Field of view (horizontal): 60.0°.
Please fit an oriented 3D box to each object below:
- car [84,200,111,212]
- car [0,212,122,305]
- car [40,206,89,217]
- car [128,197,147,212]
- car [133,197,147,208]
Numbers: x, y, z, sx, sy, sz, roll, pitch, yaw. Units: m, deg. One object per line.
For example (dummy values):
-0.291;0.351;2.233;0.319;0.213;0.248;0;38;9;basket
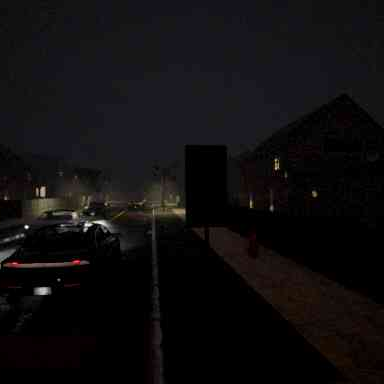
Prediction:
-8.113;1.471;28.630;2.128;1.511;4.902;0;0;-6;car
-2.850;1.481;8.121;2.128;1.511;4.902;0;0;-7;car
-6.719;1.594;16.658;1.895;1.301;4.718;0;0;-7;car
-6.408;1.450;38.854;2.128;1.511;4.902;0;0;-6;car
-7.624;1.476;48.853;1.837;1.490;4.892;0;0;-6;car
